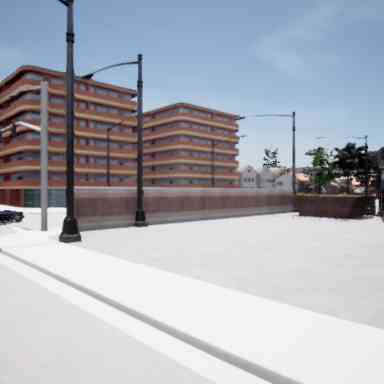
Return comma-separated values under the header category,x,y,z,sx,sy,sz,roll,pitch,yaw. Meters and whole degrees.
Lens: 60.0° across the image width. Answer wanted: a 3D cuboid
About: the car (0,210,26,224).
category,x,y,z,sx,sy,sz,roll,pitch,yaw
car,-13.723,1.567,22.145,1.895,1.301,4.718,0,0,31
